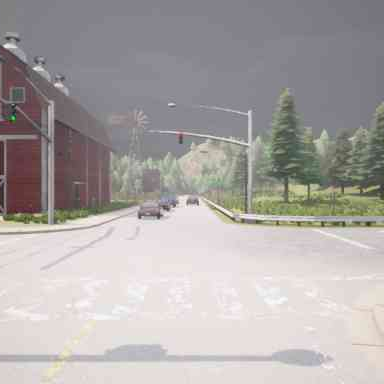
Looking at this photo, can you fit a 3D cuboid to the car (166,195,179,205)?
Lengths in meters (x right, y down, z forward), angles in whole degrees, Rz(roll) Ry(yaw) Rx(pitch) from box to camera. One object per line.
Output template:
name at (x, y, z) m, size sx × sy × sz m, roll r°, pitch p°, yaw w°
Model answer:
car at (-3.439, 1.352, 59.927) m, size 2.097 × 1.767 × 4.553 m, roll 0°, pitch 0°, yaw 1°

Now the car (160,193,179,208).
car at (-3.499, 1.221, 49.613) m, size 2.150 × 2.045 × 5.566 m, roll 0°, pitch 0°, yaw 0°

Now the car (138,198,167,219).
car at (-3.545, 1.526, 29.186) m, size 1.812 × 1.442 × 4.674 m, roll 0°, pitch 0°, yaw 0°

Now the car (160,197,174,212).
car at (-3.526, 1.601, 39.292) m, size 1.895 × 1.301 × 4.718 m, roll 0°, pitch 0°, yaw 0°

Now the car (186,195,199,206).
car at (0.105, 1.352, 55.591) m, size 2.097 × 1.767 × 4.553 m, roll 0°, pitch 0°, yaw 0°
